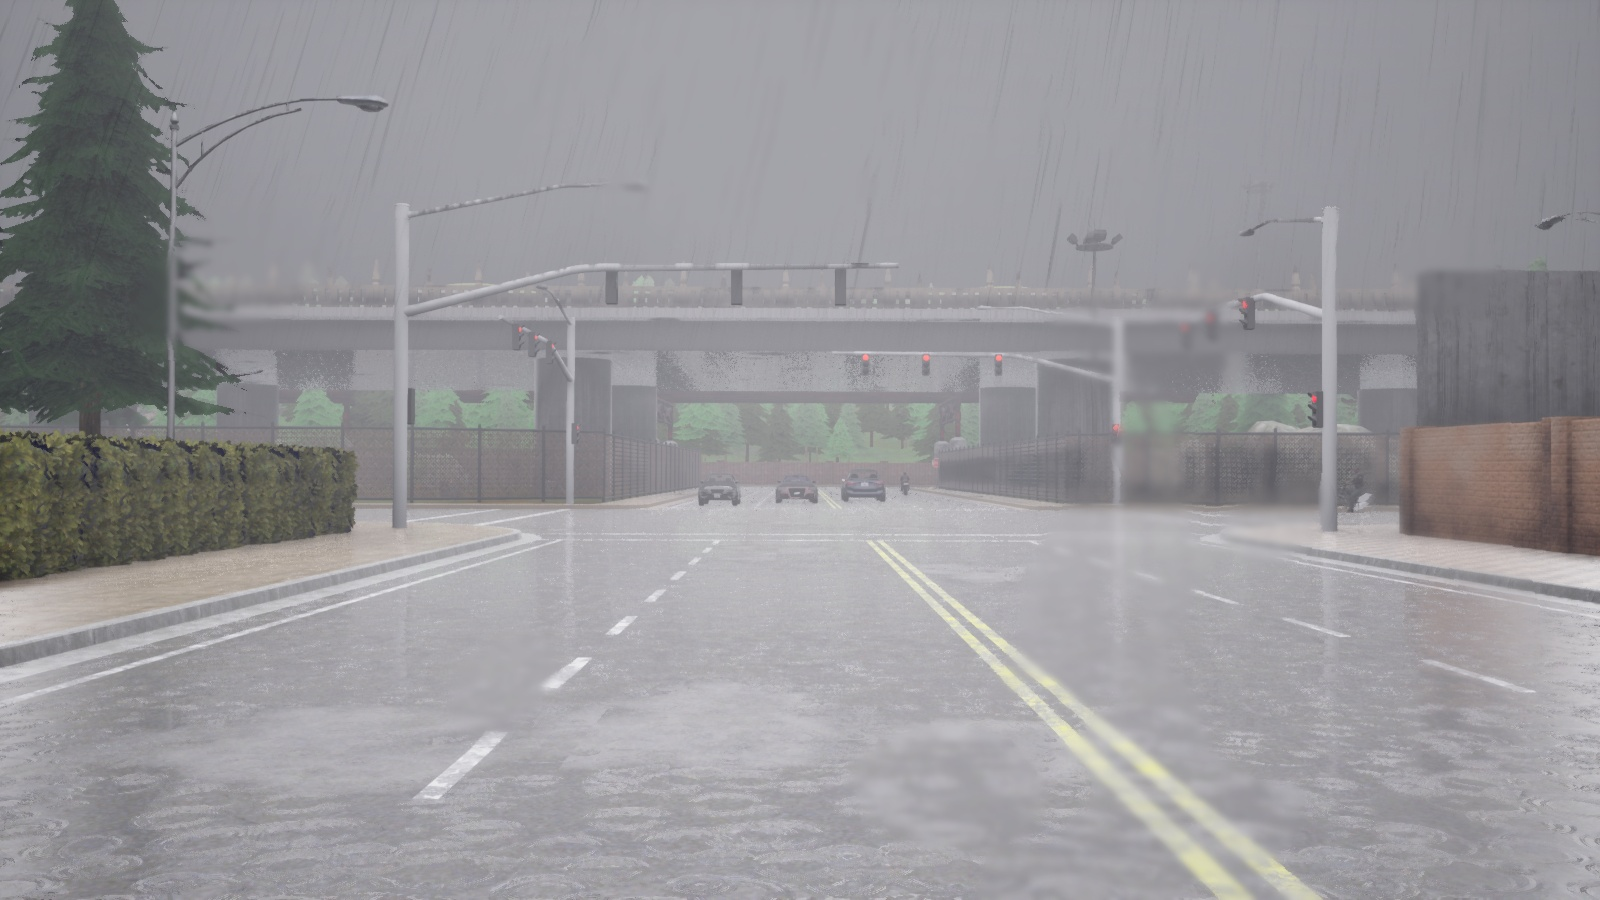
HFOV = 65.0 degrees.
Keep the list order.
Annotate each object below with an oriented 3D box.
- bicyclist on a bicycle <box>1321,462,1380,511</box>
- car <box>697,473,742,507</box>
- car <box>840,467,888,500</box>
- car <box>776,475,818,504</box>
[{"bbox_3d":[20.004,1.315,45.689,1.843,1.776,0.659,0,-1,0],"label":"bicyclist on a bicycle"},{"bbox_3d":[-3.645,1.806,57.497,1.816,1.474,4.193,0,-1,0],"label":"car"},{"bbox_3d":[3.333,1.755,66.234,2.242,1.667,4.611,0,-1,0],"label":"car"},{"bbox_3d":[-0.162,1.916,61.894,1.994,1.385,4.181,0,-1,-1],"label":"car"}]
